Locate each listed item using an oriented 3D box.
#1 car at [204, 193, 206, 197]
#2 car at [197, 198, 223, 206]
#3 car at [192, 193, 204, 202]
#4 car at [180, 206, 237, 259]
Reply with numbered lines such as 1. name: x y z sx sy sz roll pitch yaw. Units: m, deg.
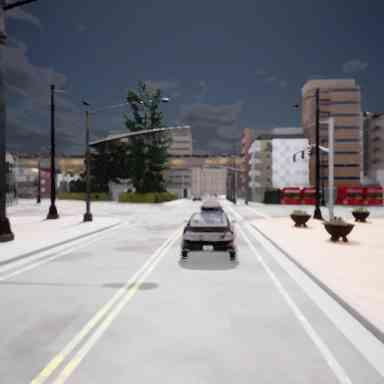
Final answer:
1. car: 2.154 0.936 90.879 2.097 1.767 4.553 0 0 4
2. car: 1.624 1.509 27.521 1.837 1.490 4.892 0 0 4
3. car: 1.155 1.525 75.361 1.994 1.385 4.181 0 0 4
4. car: 0.661 1.487 12.524 2.128 1.511 4.902 0 0 4
